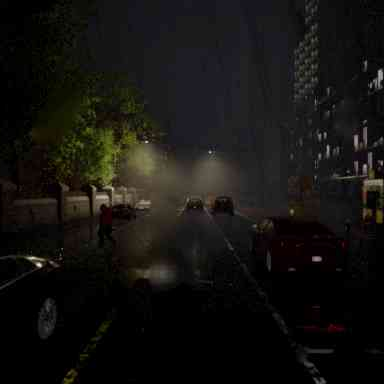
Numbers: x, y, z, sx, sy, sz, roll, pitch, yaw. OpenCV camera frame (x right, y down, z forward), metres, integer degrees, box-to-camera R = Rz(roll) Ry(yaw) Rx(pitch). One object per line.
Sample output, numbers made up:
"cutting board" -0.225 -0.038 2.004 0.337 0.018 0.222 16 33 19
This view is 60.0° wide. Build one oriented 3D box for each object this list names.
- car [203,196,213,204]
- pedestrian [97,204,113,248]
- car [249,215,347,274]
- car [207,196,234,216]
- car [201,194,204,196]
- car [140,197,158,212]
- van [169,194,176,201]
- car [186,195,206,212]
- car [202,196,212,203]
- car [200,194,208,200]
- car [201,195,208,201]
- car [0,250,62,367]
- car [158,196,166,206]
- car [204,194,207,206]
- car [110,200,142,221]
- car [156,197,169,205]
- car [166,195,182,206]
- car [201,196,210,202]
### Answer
"car" 3.107 1.588 66.207 1.887 1.381 4.507 0 0 0
"pedestrian" -3.481 1.298 13.299 0.375 1.860 0.375 0 0 -3
"car" 3.065 1.481 10.597 1.882 1.535 5.008 0 0 0
"car" 2.893 1.330 32.415 2.192 1.841 5.009 0 0 0
"car" 0.349 1.377 49.188 2.097 1.767 4.553 0 0 1
"car" -5.452 1.569 38.102 2.008 1.369 4.403 0 0 0
"van" -5.130 1.427 88.790 1.690 1.788 3.998 0 0 0
"car" 0.334 1.497 39.070 1.882 1.535 5.008 0 0 0
"car" 3.143 1.620 71.839 1.947 1.339 4.313 0 0 0
"car" 3.286 1.412 94.369 2.192 1.841 5.009 0 0 0
"car" 3.252 1.611 88.906 1.752 1.417 4.829 0 0 0
"car" -3.080 1.492 3.618 2.128 1.511 4.902 0 0 0
"car" -5.344 1.469 54.997 1.967 1.590 4.097 0 0 0
"car" 3.037 1.554 55.114 1.752 1.417 4.829 0 0 0
"car" -5.523 1.594 26.836 1.802 1.307 4.206 0 0 0
"car" -5.308 1.586 60.629 2.008 1.369 4.403 0 0 0
"car" -2.743 1.593 55.005 1.994 1.385 4.181 0 0 0
"car" 3.179 1.609 77.472 1.887 1.381 4.507 0 0 0
